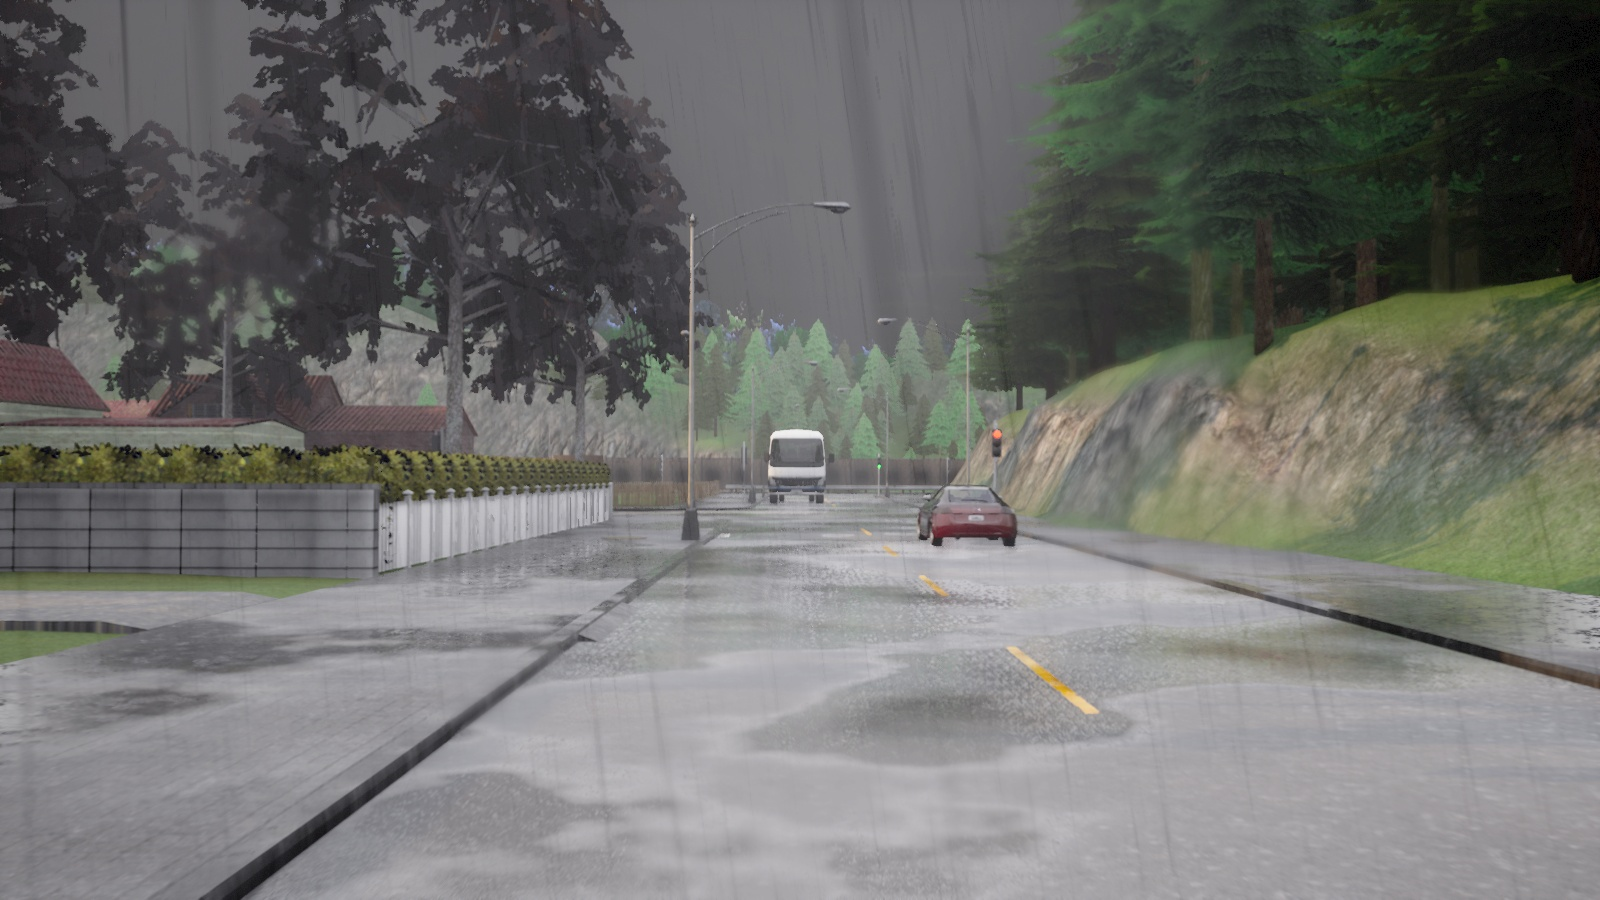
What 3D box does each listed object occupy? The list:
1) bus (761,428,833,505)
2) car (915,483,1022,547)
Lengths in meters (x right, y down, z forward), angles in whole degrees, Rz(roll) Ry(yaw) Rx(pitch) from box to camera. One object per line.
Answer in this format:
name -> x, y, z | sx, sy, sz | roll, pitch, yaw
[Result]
bus -> -0.184, 1.021, 74.642 | 3.944, 4.253, 10.273 | 0, -1, 0
car -> 3.925, 1.501, 29.934 | 1.994, 1.385, 4.181 | 0, -1, 0
